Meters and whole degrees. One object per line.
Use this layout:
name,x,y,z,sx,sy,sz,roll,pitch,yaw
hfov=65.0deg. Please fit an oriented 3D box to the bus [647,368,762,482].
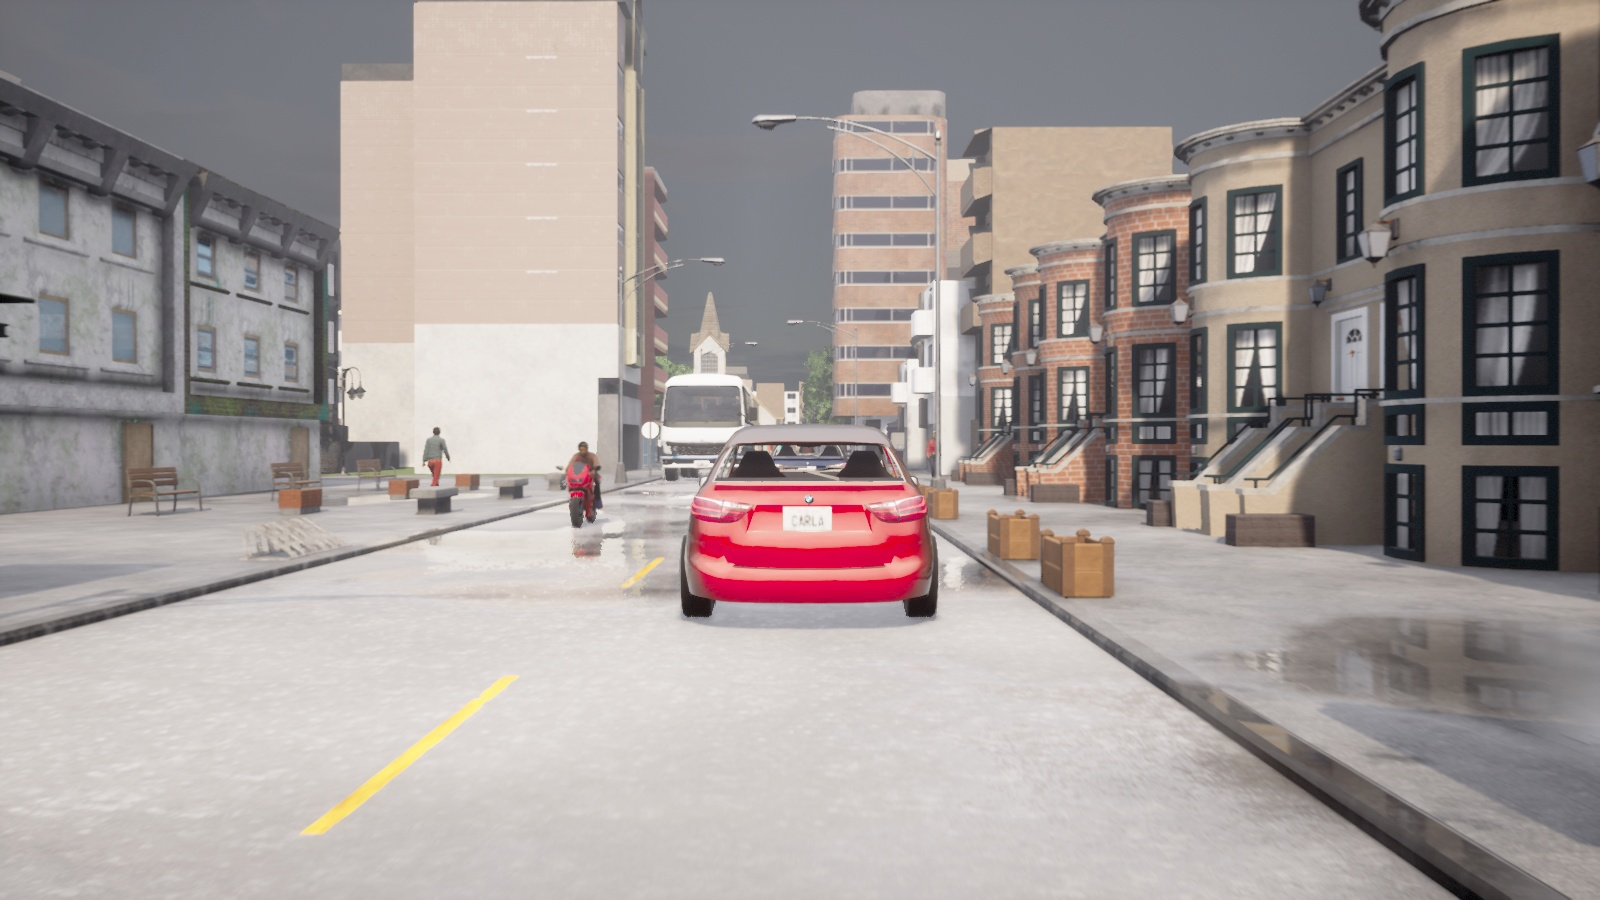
bus,-3.716,-0.926,52.001,3.944,4.253,10.273,0,0,0

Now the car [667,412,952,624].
car,0.086,0.522,12.181,2.242,1.667,4.611,0,0,0

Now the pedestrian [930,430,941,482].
pedestrian,4.834,0.207,44.871,0.331,1.846,0.636,0,0,1

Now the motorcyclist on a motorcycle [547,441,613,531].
motorcyclist on a motorcycle,-3.857,0.600,22.210,0.797,1.523,2.044,0,0,0

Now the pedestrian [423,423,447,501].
pedestrian,-8.731,0.280,30.055,0.353,1.847,0.614,0,0,5
